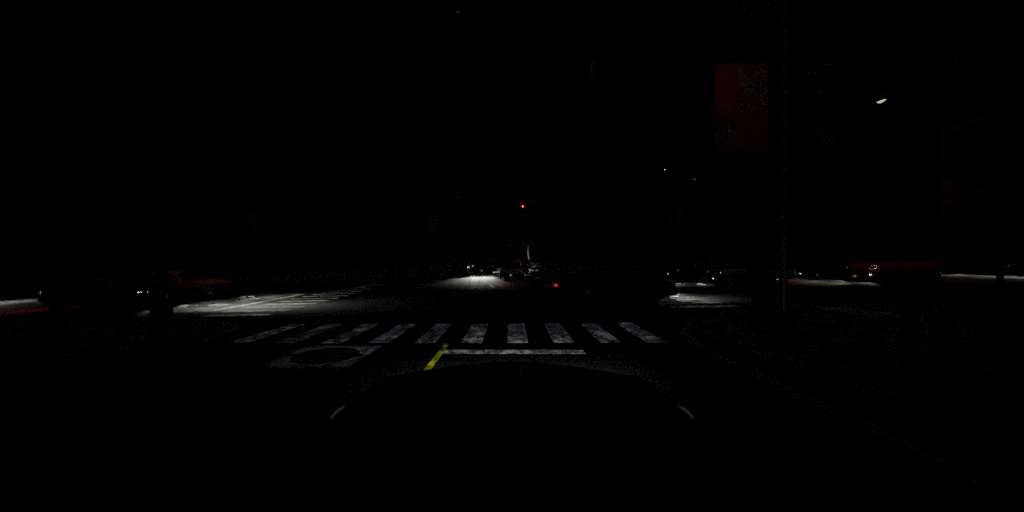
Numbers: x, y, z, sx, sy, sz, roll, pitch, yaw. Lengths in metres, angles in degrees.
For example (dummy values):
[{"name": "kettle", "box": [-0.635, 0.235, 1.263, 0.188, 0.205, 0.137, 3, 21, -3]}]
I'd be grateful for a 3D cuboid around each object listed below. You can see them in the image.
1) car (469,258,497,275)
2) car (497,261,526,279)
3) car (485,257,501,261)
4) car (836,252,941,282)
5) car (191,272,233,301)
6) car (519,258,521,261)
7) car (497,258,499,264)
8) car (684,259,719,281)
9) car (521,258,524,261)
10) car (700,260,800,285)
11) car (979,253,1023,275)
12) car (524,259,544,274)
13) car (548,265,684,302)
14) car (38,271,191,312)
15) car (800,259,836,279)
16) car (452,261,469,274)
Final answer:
[{"name": "car", "box": [-3.135, 1.246, 39.173, 2.128, 1.511, 4.902, 0, 0, 0]}, {"name": "car", "box": [0.024, 1.354, 33.037, 1.895, 1.301, 4.718, 0, 0, 3]}, {"name": "car", "box": [-3.230, 1.288, 59.617, 1.812, 1.442, 4.674, 0, 0, 0]}, {"name": "car", "box": [23.792, 0.652, 22.554, 4.553, 1.767, 2.097, -1, 0, 0]}, {"name": "car", "box": [-17.657, 1.527, 19.022, 5.008, 1.535, 1.882, -1, 0, 2]}, {"name": "car", "box": [2.626, 1.311, 57.579, 2.007, 1.370, 4.403, 0, 0, 0]}, {"name": "car", "box": [-3.191, 1.305, 49.459, 2.033, 1.411, 5.357, 0, 0, 0]}, {"name": "car", "box": [13.688, 0.964, 25.794, 4.902, 1.511, 2.128, -1, 0, 0]}, {"name": "car", "box": [2.655, 1.304, 52.135, 1.888, 1.381, 4.507, 0, 0, 0]}, {"name": "car", "box": [14.831, 1.059, 22.537, 4.718, 1.301, 1.895, -1, 0, 0]}, {"name": "car", "box": [36.879, 0.549, 25.817, 5.008, 1.535, 1.882, -1, 0, 0]}, {"name": "car", "box": [2.713, 1.305, 41.246, 2.007, 1.370, 4.403, 0, 0, 0]}, {"name": "car", "box": [4.316, 1.203, 15.815, 5.357, 1.411, 2.033, -1, 0, 0]}, {"name": "car", "box": [-17.632, 1.545, 15.778, 4.902, 1.511, 2.128, -1, 0, 2]}, {"name": "car", "box": [22.944, 0.911, 25.803, 4.718, 1.301, 1.895, -1, 0, 0]}, {"name": "car", "box": [-5.812, 1.305, 41.204, 2.007, 1.370, 4.403, 0, 0, 0]}]
